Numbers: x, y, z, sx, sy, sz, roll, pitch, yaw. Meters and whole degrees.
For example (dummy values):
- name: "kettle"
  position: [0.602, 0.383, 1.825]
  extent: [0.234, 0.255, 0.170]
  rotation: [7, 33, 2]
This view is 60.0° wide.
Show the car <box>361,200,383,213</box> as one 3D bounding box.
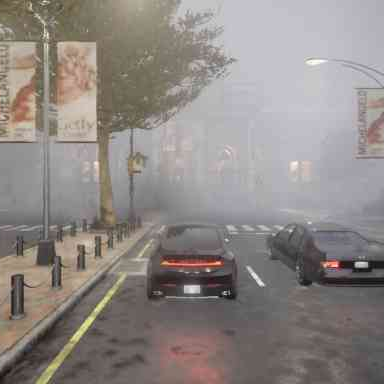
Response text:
- name: "car"
  position: [20.662, 1.564, 36.030]
  extent: [4.181, 1.385, 1.994]
  rotation: [0, 0, 0]

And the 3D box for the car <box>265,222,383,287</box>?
- name: "car"
  position: [3.498, 1.547, 9.382]
  extent: [2.033, 1.411, 5.357]
  rotation: [0, 0, 0]

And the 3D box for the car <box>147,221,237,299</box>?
- name: "car"
  position: [-0.001, 1.505, 8.418]
  extent: [1.837, 1.490, 4.892]
  rotation: [0, 0, 0]
